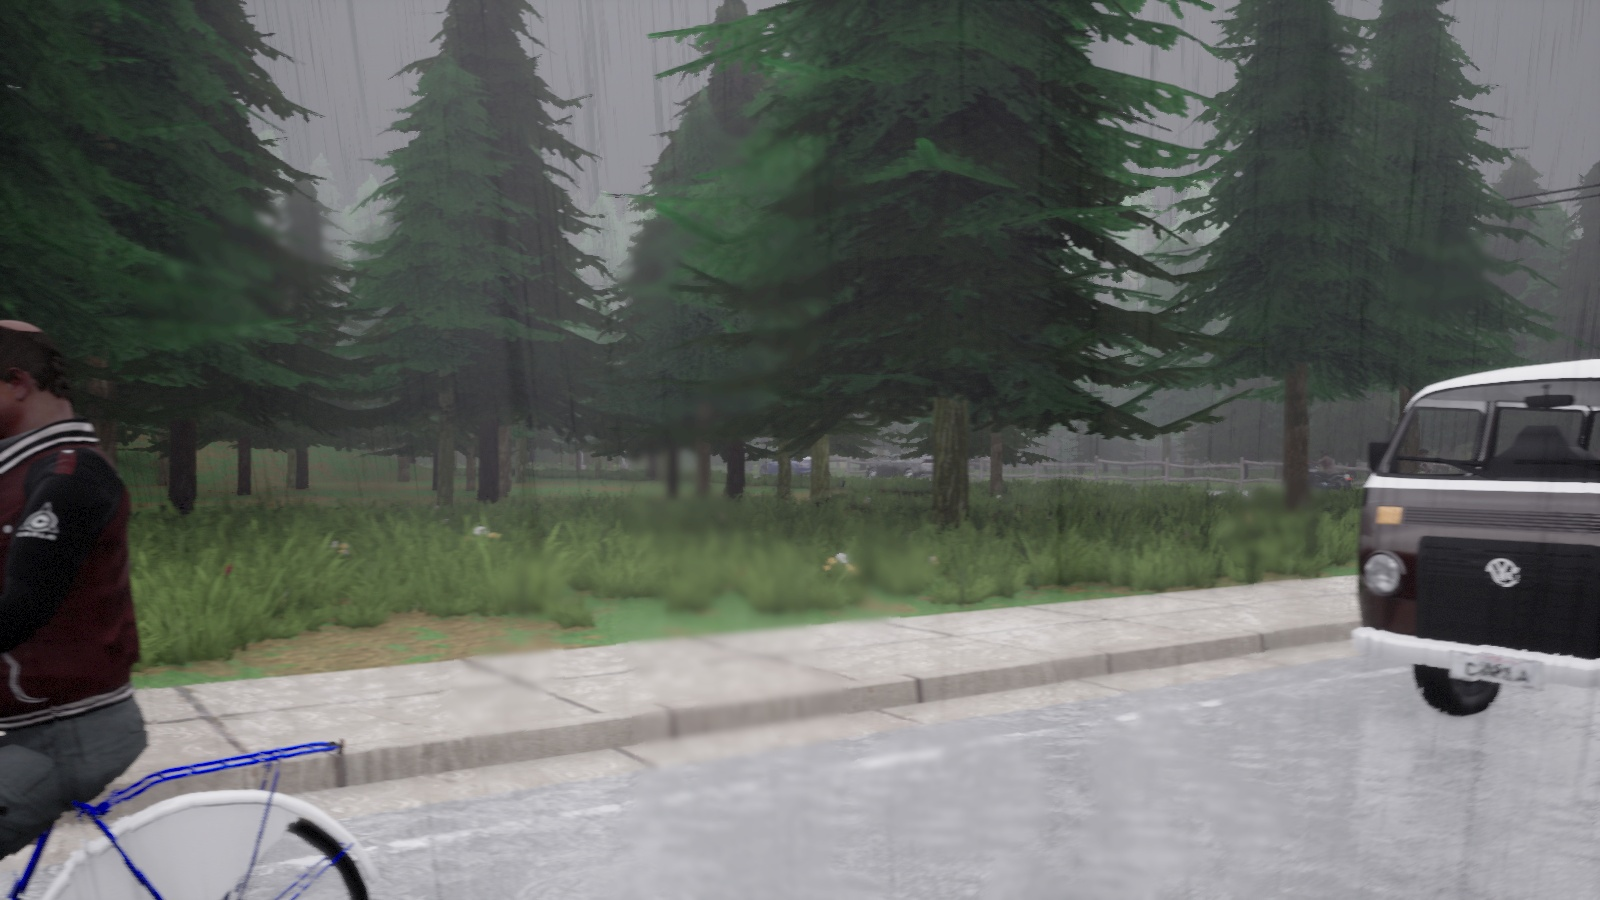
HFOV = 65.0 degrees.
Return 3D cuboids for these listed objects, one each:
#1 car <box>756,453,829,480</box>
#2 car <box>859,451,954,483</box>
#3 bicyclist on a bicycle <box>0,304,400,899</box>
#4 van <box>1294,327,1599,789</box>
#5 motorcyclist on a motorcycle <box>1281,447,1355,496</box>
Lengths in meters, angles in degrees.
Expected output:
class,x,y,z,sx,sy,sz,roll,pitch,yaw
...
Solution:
class,x,y,z,sx,sy,sz,roll,pitch,yaw
car,-0.479,0.919,71.152,1.812,1.442,4.674,0,0,-35
car,5.262,0.816,62.580,2.128,1.511,4.902,0,0,-34
bicyclist on a bicycle,-1.797,0.625,2.409,1.843,1.776,0.659,0,0,-35
van,5.097,0.475,7.207,4.480,2.038,2.069,0,0,-35
motorcyclist on a motorcycle,17.947,0.730,43.565,0.766,1.649,2.350,0,0,-33
